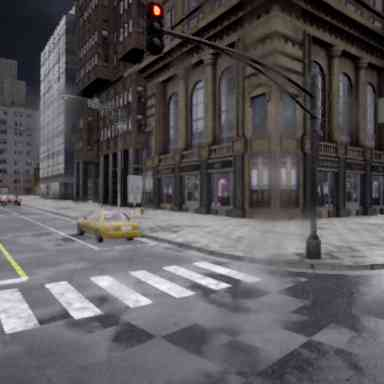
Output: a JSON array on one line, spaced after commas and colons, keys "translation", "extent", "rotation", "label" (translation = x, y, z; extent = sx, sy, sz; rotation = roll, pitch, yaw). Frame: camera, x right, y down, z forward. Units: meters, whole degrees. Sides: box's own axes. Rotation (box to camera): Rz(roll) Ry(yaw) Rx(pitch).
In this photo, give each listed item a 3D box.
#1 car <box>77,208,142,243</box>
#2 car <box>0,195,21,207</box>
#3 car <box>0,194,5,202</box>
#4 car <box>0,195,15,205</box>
[{"translation": [-4.020, 1.445, 15.567], "extent": [1.752, 1.417, 4.829], "rotation": [2, -1, -35], "label": "car"}, {"translation": [-23.546, 1.062, 43.221], "extent": [1.967, 1.590, 4.097], "rotation": [2, -1, -35], "label": "car"}, {"translation": [-33.363, 1.062, 57.116], "extent": [1.802, 1.307, 4.206], "rotation": [2, -1, -35], "label": "car"}, {"translation": [-26.820, 1.118, 47.853], "extent": [1.887, 1.381, 4.507], "rotation": [2, -1, -35], "label": "car"}]
